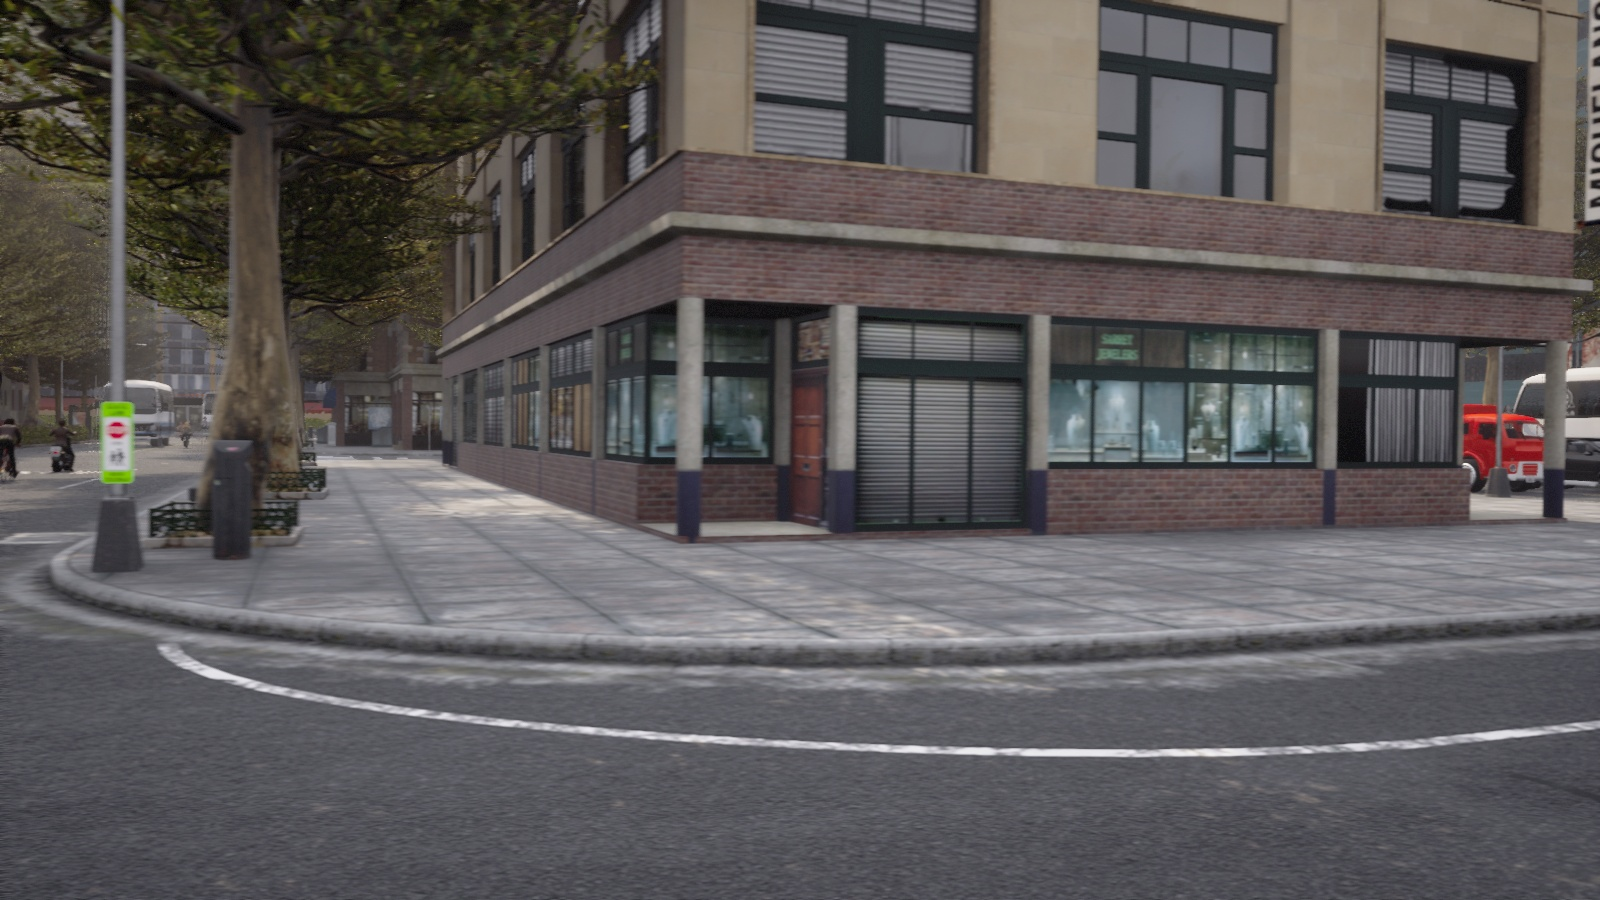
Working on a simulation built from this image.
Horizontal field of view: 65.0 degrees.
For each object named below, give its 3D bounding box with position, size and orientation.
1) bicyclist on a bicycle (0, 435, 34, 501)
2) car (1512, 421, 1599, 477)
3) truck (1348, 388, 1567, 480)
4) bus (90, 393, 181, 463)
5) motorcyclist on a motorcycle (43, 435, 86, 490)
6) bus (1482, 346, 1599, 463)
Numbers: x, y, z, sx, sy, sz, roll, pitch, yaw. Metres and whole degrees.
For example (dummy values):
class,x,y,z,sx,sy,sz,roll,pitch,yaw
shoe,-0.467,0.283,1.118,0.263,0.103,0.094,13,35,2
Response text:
class,x,y,z,sx,sy,sz,roll,pitch,yaw
bicyclist on a bicycle,-20.066,0.446,32.044,0.582,1.620,1.656,-1,1,-21
car,22.788,-0.062,36.121,1.789,1.549,3.705,-1,1,-21
truck,18.941,-0.487,36.492,2.627,2.467,5.204,-1,1,-21
bus,-42.998,-1.442,81.655,3.944,4.253,10.273,-1,1,-21
motorcyclist on a motorcycle,-22.658,0.360,38.736,0.766,1.649,2.350,0,0,-21
bus,30.888,-1.676,46.923,3.944,4.253,10.273,-1,1,-10
